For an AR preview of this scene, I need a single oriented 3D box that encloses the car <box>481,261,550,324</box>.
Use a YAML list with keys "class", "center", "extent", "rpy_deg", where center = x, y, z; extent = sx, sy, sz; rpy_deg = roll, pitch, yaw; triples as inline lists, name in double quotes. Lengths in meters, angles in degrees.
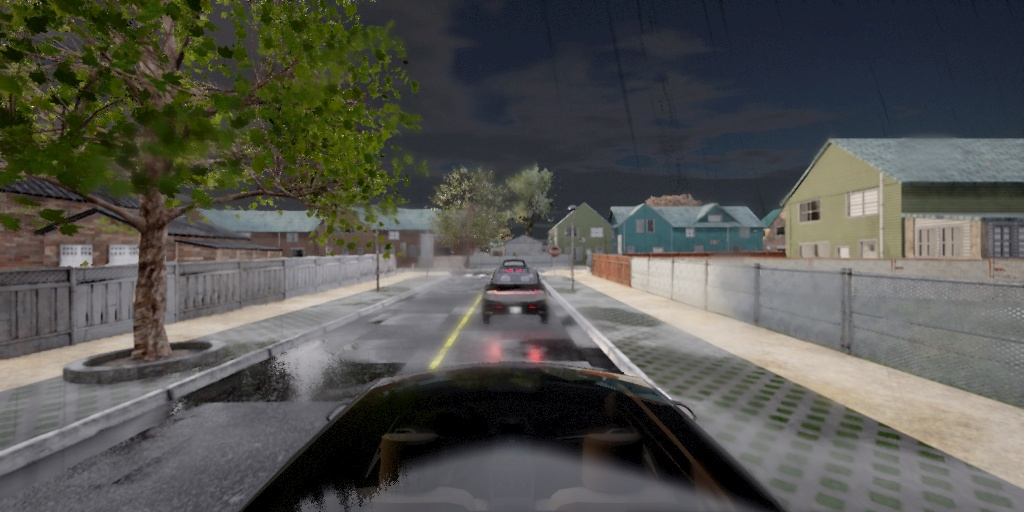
- class: "car"
  center: [0.104, 1.094, 11.313]
  extent: [2.128, 1.511, 4.902]
  rpy_deg: [0, 1, 0]
